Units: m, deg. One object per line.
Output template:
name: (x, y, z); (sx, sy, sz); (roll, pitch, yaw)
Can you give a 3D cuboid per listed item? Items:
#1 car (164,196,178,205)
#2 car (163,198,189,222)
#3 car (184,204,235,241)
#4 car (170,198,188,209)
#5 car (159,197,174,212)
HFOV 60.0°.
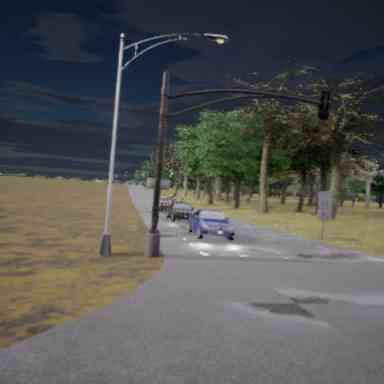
car: (-4.029, 1.653, 62.308); (1.994, 1.385, 4.181); (4, 0, -11)
car: (-0.918, 1.601, 27.815); (1.882, 1.535, 5.008); (4, -1, -11)
car: (0.973, 1.692, 18.331); (1.812, 1.442, 4.674); (4, -1, -10)
car: (-2.066, 1.765, 52.505); (1.994, 1.385, 4.181); (5, 0, -13)
car: (-2.996, 1.522, 38.291); (1.882, 1.535, 5.008); (4, 0, -11)
